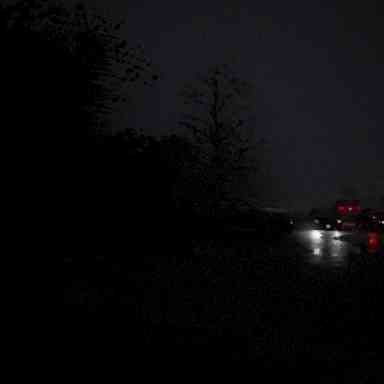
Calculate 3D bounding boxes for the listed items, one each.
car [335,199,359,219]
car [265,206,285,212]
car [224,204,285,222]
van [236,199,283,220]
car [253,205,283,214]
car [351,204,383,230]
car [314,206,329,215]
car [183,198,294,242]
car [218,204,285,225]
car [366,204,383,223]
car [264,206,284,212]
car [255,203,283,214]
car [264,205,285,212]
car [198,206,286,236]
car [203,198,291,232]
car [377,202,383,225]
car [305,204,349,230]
[{"bbox_3d":[15.636,1.774,33.927,2.150,2.045,5.566,0,-2,15],"label":"car"},{"bbox_3d":[21.406,4.284,85.863,5.008,1.535,2.097,0,-3,16],"label":"car"},{"bbox_3d":[5.737,1.874,30.441,5.366,1.575,1.946,0,-2,15],"label":"car"},{"bbox_3d":[6.768,1.729,33.061,4.442,1.987,1.878,0,-2,15],"label":"van"},{"bbox_3d":[12.174,2.790,53.117,4.674,1.452,2.002,0,-3,15],"label":"car"},{"bbox_3d":[12.587,1.773,22.903,1.812,1.442,4.674,0,-2,16],"label":"car"},{"bbox_3d":[21.340,3.047,55.040,1.895,1.301,4.718,0,-3,16],"label":"car"},{"bbox_3d":[2.312,1.346,17.037,5.566,2.045,2.435,0,-1,15],"label":"car"},{"bbox_3d":[5.034,1.806,27.875,5.366,1.575,1.946,0,-1,15],"label":"car"},{"bbox_3d":[18.493,1.906,29.171,5.366,1.575,1.946,0,-2,15],"label":"car"},{"bbox_3d":[19.630,4.029,79.564,4.674,1.452,2.002,0,-3,16],"label":"car"},{"bbox_3d":[12.969,2.766,56.191,4.553,1.767,2.185,0,-3,16],"label":"car"},{"bbox_3d":[20.525,4.138,82.713,4.892,1.521,2.231,0,-3,16],"label":"car"},{"bbox_3d":[2.983,1.639,19.616,4.892,1.521,2.231,0,-1,15],"label":"car"},{"bbox_3d":[3.731,1.432,22.311,5.566,2.045,2.435,0,-1,15],"label":"car"},{"bbox_3d":[17.515,1.703,26.419,4.553,1.767,2.185,0,-2,15],"label":"car"},{"bbox_3d":[9.139,1.787,23.127,2.033,1.411,5.357,0,-1,16],"label":"car"}]
